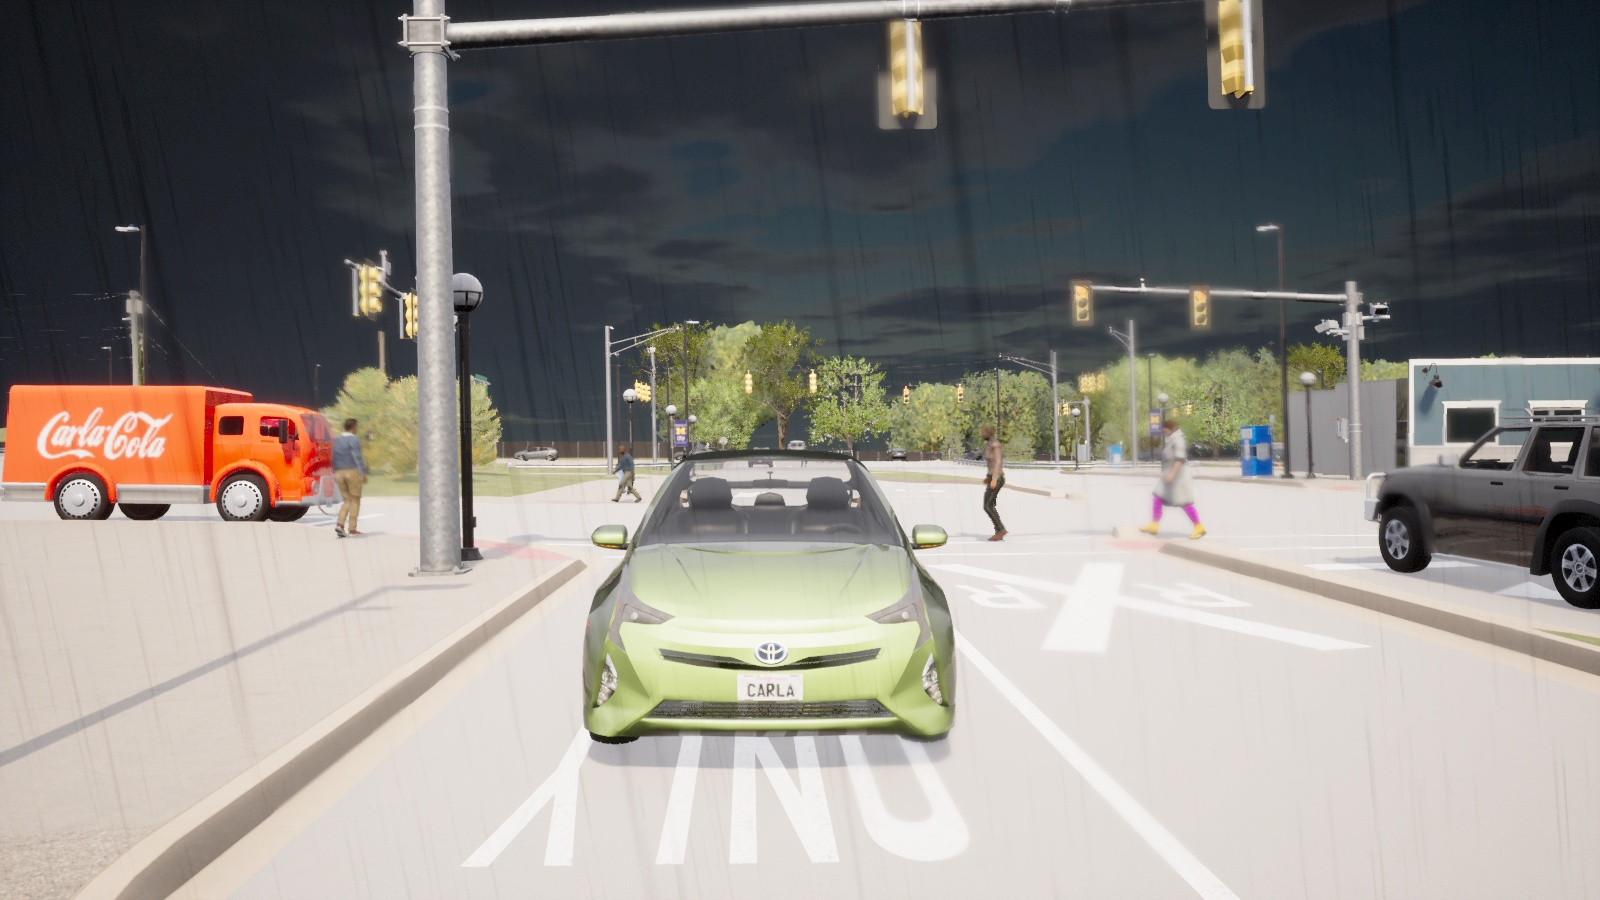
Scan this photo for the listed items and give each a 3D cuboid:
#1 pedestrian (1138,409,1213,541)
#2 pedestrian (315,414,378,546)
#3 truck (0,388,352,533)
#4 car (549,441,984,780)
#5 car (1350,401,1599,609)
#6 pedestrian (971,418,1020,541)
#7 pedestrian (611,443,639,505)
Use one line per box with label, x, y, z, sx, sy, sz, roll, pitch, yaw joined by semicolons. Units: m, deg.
pedestrian;5.740;0.379;19.225;0.873;1.952;0.659;-2;-1;0
pedestrian;-6.856;0.451;19.005;0.423;1.949;0.788;-2;-1;20
truck;-11.176;0.198;22.731;5.204;2.467;2.627;0;-1;-2
car;-0.205;0.725;8.079;2.007;1.525;4.514;0;1;-1
car;7.886;0.437;13.016;1.932;1.855;4.605;-1;1;-7
pedestrian;2.984;0.448;19.218;0.634;1.846;0.331;-2;-1;0
pedestrian;-5.324;0.731;38.255;0.726;1.835;0.370;-2;-1;-24
